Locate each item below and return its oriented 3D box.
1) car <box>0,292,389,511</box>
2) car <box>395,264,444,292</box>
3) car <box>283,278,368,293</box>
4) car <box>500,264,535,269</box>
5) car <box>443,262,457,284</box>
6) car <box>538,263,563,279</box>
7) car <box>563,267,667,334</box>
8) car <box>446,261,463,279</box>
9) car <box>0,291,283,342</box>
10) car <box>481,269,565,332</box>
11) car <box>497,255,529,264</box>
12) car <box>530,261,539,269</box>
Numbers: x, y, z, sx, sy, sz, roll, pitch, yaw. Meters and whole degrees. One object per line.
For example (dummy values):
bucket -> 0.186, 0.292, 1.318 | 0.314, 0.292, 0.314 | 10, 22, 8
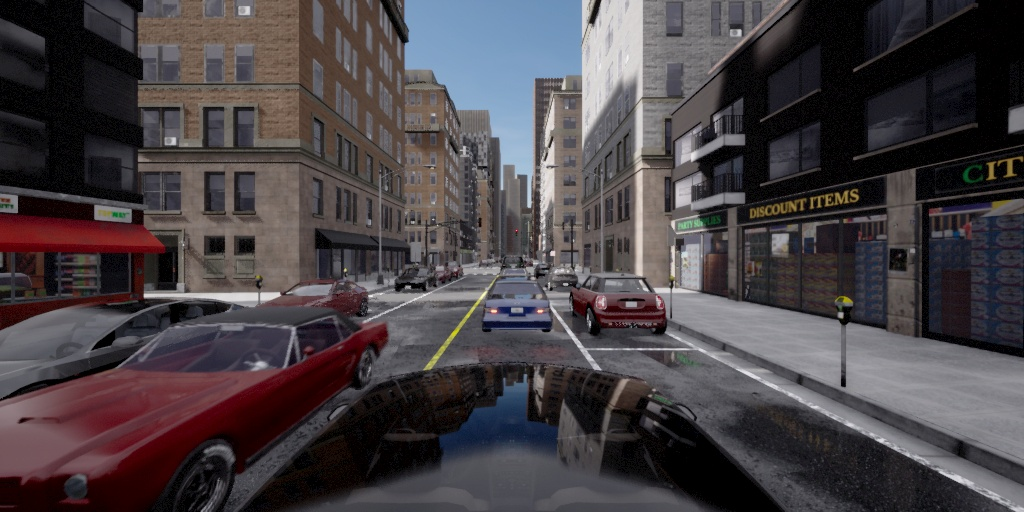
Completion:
car -> -3.099, 1.351, 4.106 | 1.895, 1.301, 4.718 | 0, 0, 0
car -> -5.619, 1.316, 21.589 | 1.948, 1.339, 4.313 | 0, 0, 0
car -> -5.648, 1.332, 10.587 | 1.802, 1.307, 4.207 | 0, 0, 0
car -> 0.149, 1.352, 21.285 | 1.895, 1.301, 4.718 | 0, 0, 0
car -> -5.604, 1.334, 27.091 | 1.802, 1.307, 4.207 | 0, 0, 0
car -> 2.906, 1.301, 21.566 | 2.007, 1.370, 4.403 | 0, 0, 0
car -> 2.877, 1.189, 10.564 | 1.967, 1.591, 4.097 | 0, 0, 0
car -> -5.589, 1.193, 32.592 | 1.967, 1.591, 4.097 | 0, 0, 0
car -> -5.664, 1.315, 5.086 | 1.948, 1.339, 4.313 | 0, 0, 0
car -> 0.123, 1.297, 10.780 | 2.033, 1.411, 5.357 | 0, 0, 0
car -> 0.086, 0.974, 31.317 | 2.150, 2.045, 5.566 | 0, 0, 0
car -> 2.936, 1.319, 32.569 | 1.948, 1.339, 4.313 | 0, 0, 0
